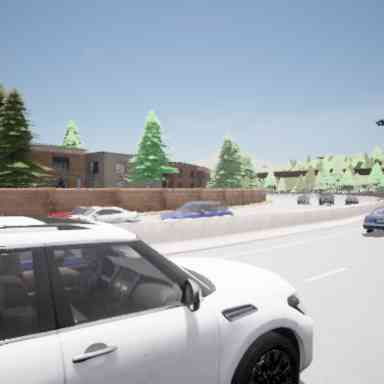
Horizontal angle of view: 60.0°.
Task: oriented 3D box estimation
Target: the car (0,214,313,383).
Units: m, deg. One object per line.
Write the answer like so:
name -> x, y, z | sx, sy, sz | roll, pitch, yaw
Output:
car -> -1.309, 1.222, 2.868 | 5.566, 2.045, 2.150 | 0, 0, -36

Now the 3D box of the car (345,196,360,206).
car -> 25.390, 1.326, 52.679 | 2.033, 1.411, 5.357 | 0, 0, 24

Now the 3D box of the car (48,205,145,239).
car -> -5.034, 1.508, 17.967 | 4.674, 1.442, 1.812 | 0, 0, -40

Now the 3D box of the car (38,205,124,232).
car -> -6.890, 1.585, 20.917 | 4.718, 1.301, 1.895 | 0, 0, -40

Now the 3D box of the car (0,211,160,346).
car -> -3.083, 1.353, 5.928 | 4.553, 1.767, 2.097 | 0, 0, -37

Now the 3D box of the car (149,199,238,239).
car -> 0.205, 1.313, 17.846 | 4.553, 1.767, 2.097 | 0, 0, -42

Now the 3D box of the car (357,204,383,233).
car -> 10.959, 1.463, 18.095 | 2.033, 1.411, 5.357 | 0, 0, 44
